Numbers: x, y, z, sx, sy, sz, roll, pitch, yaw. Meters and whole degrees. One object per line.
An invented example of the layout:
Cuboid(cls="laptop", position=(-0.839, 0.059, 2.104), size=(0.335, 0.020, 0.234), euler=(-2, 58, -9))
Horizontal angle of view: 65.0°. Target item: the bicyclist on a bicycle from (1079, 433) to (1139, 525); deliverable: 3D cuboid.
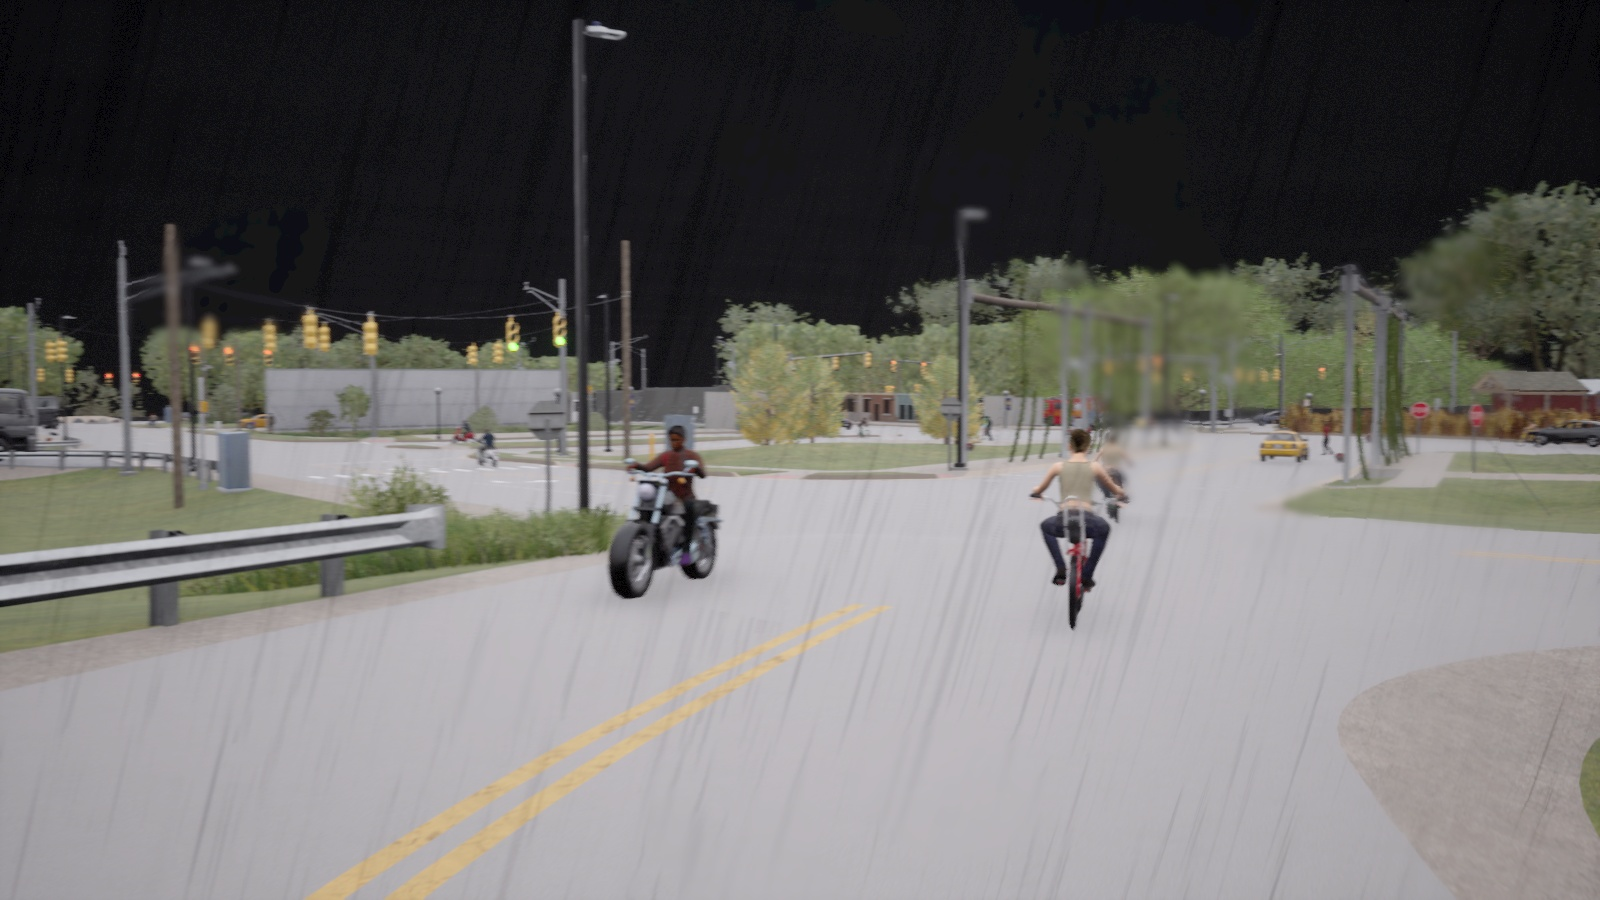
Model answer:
Cuboid(cls="bicyclist on a bicycle", position=(5.692, 0.516, 23.193), size=(0.866, 1.612, 1.509), euler=(-1, 1, 7))

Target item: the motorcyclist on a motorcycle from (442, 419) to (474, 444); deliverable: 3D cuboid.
Cuboid(cls="motorcyclist on a motorcycle", position=(-22.449, -1.217, 82.478), size=(1.817, 1.590, 0.866), euler=(-2, 3, -42))

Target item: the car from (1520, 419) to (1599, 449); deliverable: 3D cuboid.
Cuboid(cls="car", position=(45.450, -0.967, 74.228), size=(2.007, 1.525, 4.514), euler=(-2, 4, -32))

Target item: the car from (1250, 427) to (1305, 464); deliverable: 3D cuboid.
Cuboid(cls="car", position=(22.769, -0.240, 59.722), size=(1.801, 1.575, 5.366), euler=(2, 3, 27))

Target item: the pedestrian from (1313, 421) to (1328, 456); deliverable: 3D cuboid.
Cuboid(cls="pedestrian", position=(27.744, -0.608, 66.973), size=(0.636, 1.846, 0.331), euler=(3, 4, 36))

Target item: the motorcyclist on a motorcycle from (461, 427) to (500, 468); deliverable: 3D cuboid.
Cuboid(cls="motorcyclist on a motorcycle", position=(-13.075, -0.120, 51.364), size=(0.866, 1.590, 1.817), euler=(-3, 3, -37))

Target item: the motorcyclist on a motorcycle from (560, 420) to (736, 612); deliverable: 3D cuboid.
Cuboid(cls="motorcyclist on a motorcycle", position=(-1.393, 0.559, 12.098), size=(0.766, 1.649, 2.350), euler=(1, 1, 17))

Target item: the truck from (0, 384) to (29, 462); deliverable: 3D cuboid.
Cuboid(cls="truck", position=(-38.856, -1.197, 55.482), size=(7.936, 3.462, 2.891), euler=(-1, 2, -35))

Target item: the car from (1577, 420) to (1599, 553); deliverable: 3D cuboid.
Cuboid(cls="car", position=(12.207, 0.404, 14.846), size=(2.242, 1.667, 4.611), euler=(-2, 1, -37))

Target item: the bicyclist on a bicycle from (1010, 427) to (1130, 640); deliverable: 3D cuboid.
Cuboid(cls="bicyclist on a bicycle", position=(2.291, 0.630, 10.524), size=(0.866, 1.612, 1.509), euler=(1, 2, 15))
